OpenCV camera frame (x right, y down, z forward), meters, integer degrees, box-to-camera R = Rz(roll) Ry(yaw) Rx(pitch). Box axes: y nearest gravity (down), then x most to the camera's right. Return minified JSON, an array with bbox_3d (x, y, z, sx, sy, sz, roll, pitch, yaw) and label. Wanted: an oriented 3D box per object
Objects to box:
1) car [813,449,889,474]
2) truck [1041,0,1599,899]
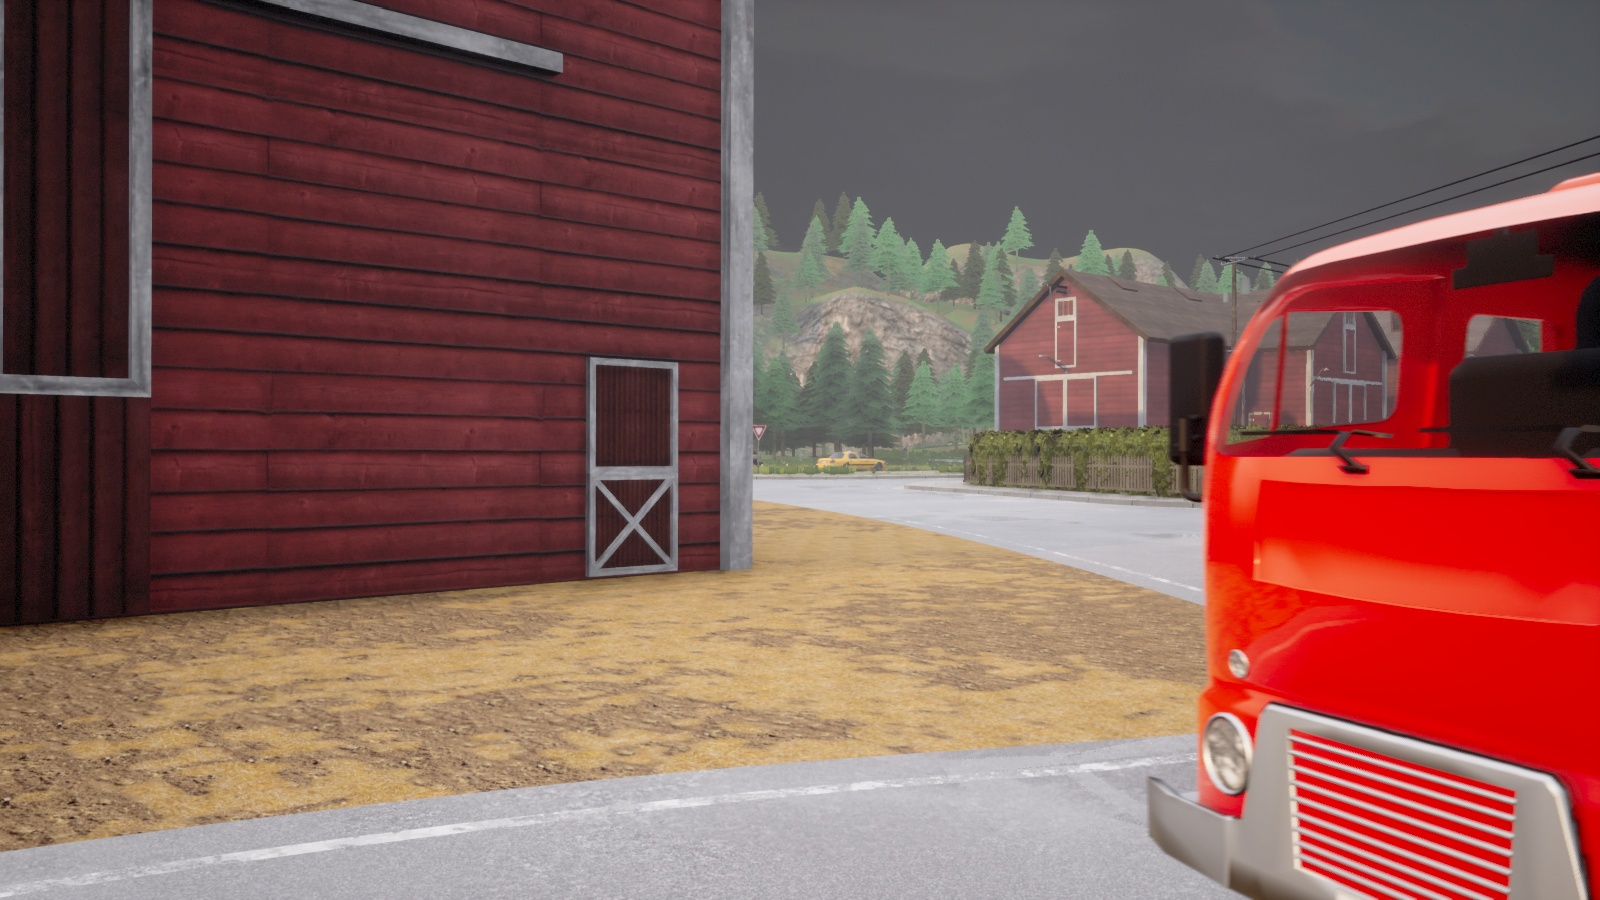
[{"bbox_3d":[3.434,0.742,83.799,5.366,1.575,1.801,0,0,-41],"label":"car"},{"bbox_3d":[3.672,0.254,3.717,5.204,2.467,2.627,0,0,-22],"label":"truck"}]
